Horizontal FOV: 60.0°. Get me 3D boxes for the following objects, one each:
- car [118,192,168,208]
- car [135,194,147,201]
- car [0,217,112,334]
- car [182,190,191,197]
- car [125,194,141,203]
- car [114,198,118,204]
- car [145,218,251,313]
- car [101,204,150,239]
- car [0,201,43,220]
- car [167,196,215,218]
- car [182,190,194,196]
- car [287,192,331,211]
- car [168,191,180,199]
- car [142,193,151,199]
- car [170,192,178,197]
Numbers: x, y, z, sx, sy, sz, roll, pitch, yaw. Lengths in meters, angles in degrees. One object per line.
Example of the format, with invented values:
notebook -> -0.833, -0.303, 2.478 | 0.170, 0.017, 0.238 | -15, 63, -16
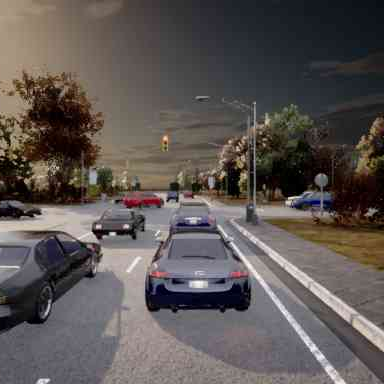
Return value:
car -> -5.657, 0.981, 39.311 | 2.150, 2.045, 5.566 | 1, 1, 32
car -> -10.820, 1.098, 71.219 | 1.895, 1.301, 4.718 | 0, 1, -1
car -> -3.414, 1.528, 7.024 | 2.033, 1.411, 5.357 | 0, 0, -1
car -> -1.559, 0.396, 94.080 | 2.097, 1.767, 4.553 | 0, 1, -7
car -> -10.780, 1.091, 61.263 | 2.128, 1.511, 4.902 | 0, 0, 0
car -> -10.772, 1.271, 52.161 | 1.895, 1.301, 4.718 | 0, 0, 0
car -> 0.084, 1.541, 7.712 | 1.994, 1.385, 4.181 | 0, 0, -1
car -> -3.471, 1.518, 16.669 | 1.895, 1.301, 4.718 | 0, 0, -1
car -> -14.600, 1.394, 26.709 | 5.357, 1.411, 2.033 | 0, 0, 22
car -> 0.049, 1.272, 16.345 | 2.097, 1.767, 4.553 | 0, 0, 0
car -> -0.746, 0.569, 83.432 | 2.150, 2.045, 5.566 | 0, 1, -4
car -> 14.033, 0.995, 37.407 | 5.566, 2.045, 2.150 | 0, 0, -3
car -> -3.628, 0.798, 63.926 | 2.150, 2.045, 5.566 | 0, 1, -1
car -> -11.162, 0.900, 81.497 | 1.812, 1.442, 4.674 | 0, 1, -2
car -> -5.044, 0.765, 93.664 | 1.994, 1.385, 4.181 | 0, 1, -7
